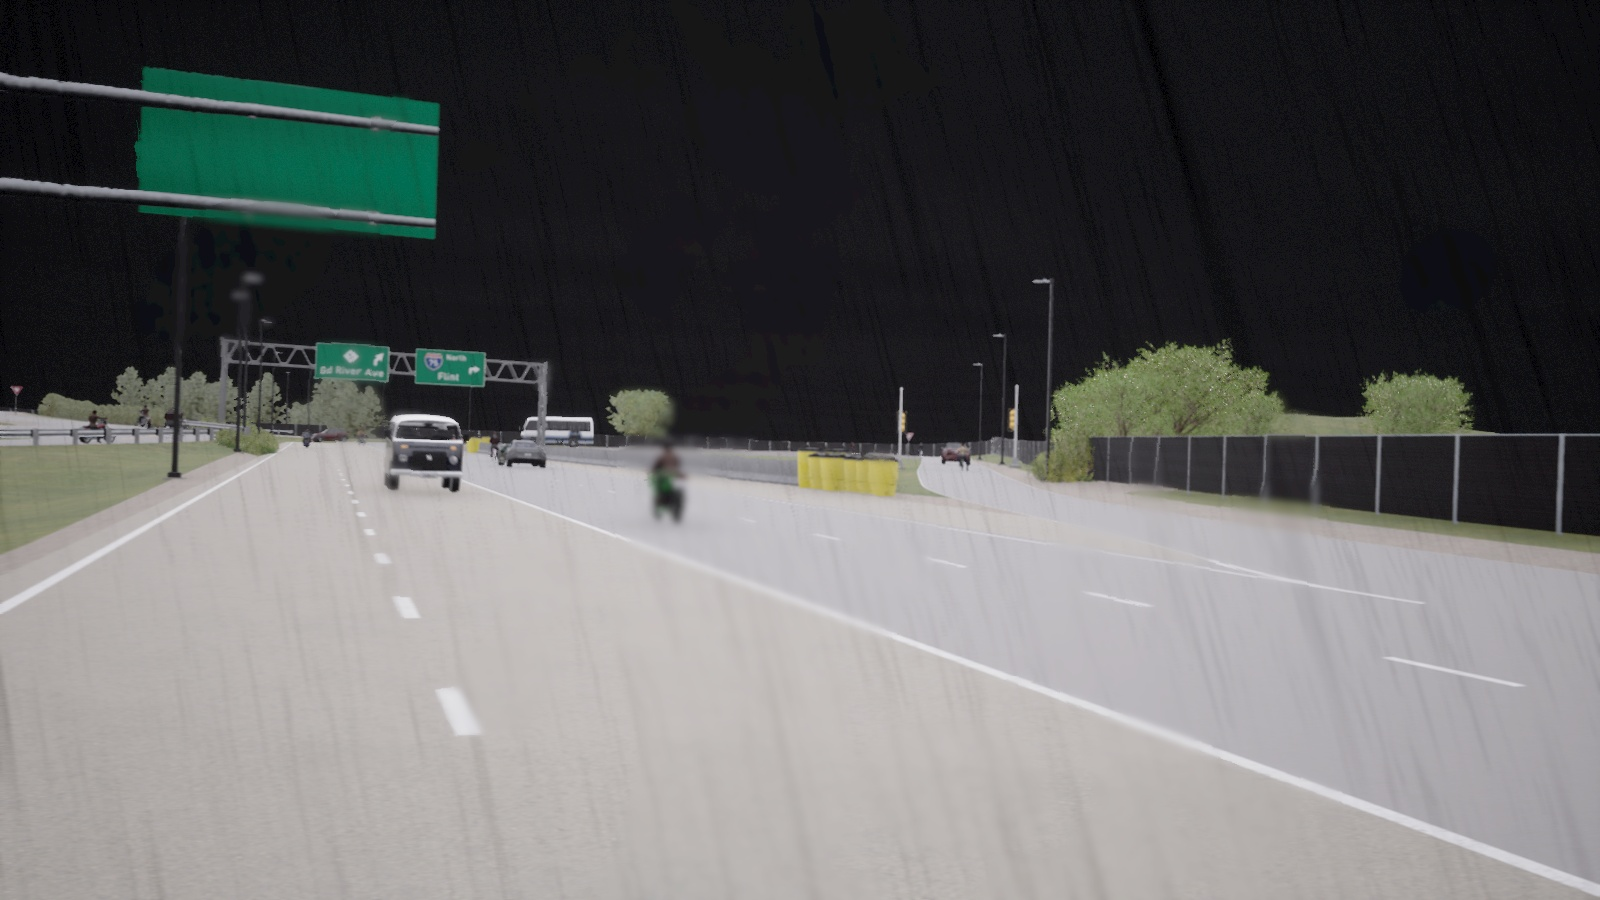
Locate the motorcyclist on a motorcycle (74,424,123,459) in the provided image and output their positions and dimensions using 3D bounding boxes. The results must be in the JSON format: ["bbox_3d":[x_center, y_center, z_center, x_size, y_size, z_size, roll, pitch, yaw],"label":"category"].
[{"bbox_3d":[-33.763,-0.410,60.465,0.766,1.649,2.350,0,1,9],"label":"motorcyclist on a motorcycle"}]

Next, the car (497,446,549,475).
[{"bbox_3d":[-14.095,0.496,63.781,1.994,1.385,4.181,1,0,-21],"label":"car"}]

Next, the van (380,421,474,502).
[{"bbox_3d":[-10.120,0.281,33.831,2.069,2.038,4.480,1,0,-21],"label":"van"}]

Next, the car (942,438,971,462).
[{"bbox_3d":[11.814,-0.009,95.040,2.097,1.767,4.553,0,0,6],"label":"car"}]

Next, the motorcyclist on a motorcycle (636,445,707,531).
[{"bbox_3d":[-2.432,0.677,23.524,0.797,1.523,2.044,1,0,-21],"label":"motorcyclist on a motorcycle"}]
